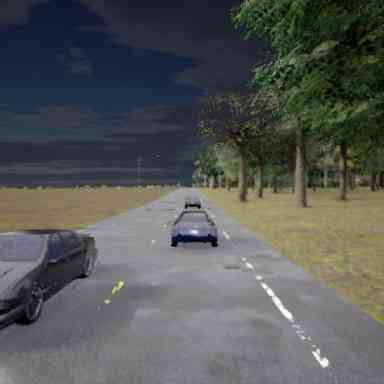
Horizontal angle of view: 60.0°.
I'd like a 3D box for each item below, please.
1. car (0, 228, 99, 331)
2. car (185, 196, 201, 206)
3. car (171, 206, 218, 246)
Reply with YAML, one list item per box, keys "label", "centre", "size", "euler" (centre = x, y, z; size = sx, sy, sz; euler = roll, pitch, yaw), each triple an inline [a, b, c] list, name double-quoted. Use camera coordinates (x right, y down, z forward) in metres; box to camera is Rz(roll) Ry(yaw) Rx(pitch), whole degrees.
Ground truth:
- label: "car"
  centre: [-3.601, 1.554, 7.388]
  size: [2.033, 1.411, 5.357]
  euler: [0, 0, 0]
- label: "car"
  centre: [0.097, 1.221, 42.802]
  size: [1.994, 1.385, 4.181]
  euler: [0, 1, 0]
- label: "car"
  centre: [0.100, 1.549, 15.281]
  size: [1.994, 1.385, 4.181]
  euler: [0, 0, 0]
